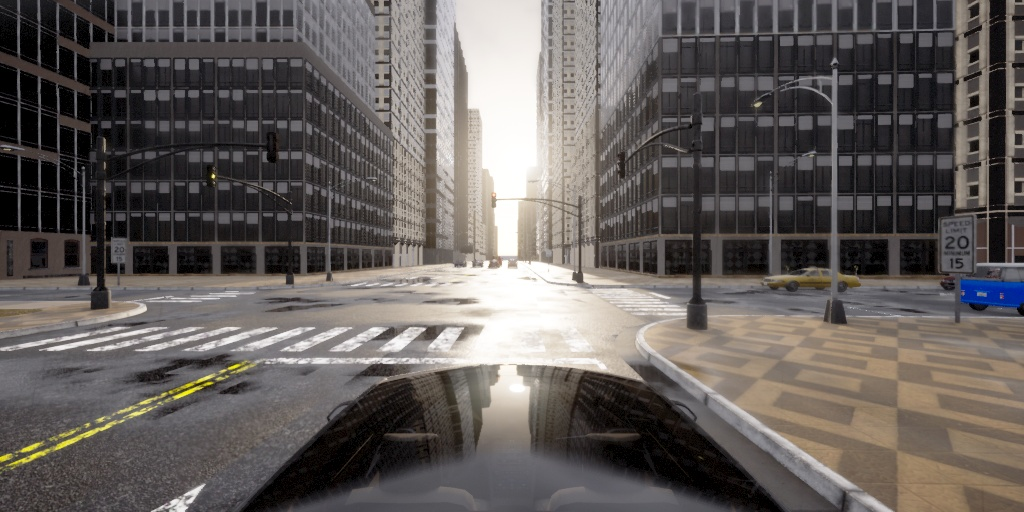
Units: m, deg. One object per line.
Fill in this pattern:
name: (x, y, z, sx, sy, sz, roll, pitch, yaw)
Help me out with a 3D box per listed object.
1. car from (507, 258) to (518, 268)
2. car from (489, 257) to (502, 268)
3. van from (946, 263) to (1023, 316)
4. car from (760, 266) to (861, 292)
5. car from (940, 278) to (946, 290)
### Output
car: (0.124, 1.407, 63.338, 2.033, 1.411, 5.357, 0, 0, 0)
car: (-3.126, 1.386, 63.344, 1.812, 1.442, 4.674, 0, 0, 0)
van: (18.378, 1.119, 12.544, 3.998, 1.789, 1.690, 0, 0, 2)
car: (17.124, 1.293, 20.719, 4.829, 1.417, 1.751, 0, 0, 2)
car: (26.958, 1.356, 20.214, 4.207, 1.307, 1.802, 0, 0, 2)
